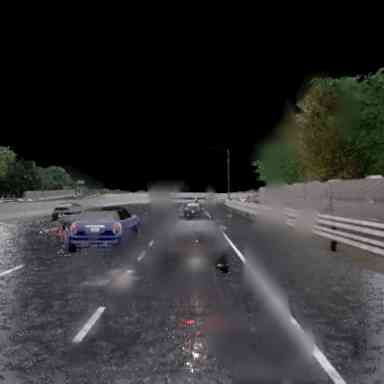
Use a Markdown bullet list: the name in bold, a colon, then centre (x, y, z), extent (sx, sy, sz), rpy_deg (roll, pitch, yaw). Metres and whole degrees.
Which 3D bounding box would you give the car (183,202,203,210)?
- **car**: centre (0.104, 1.721, 34.377), extent (1.812, 1.442, 4.674), rpy_deg (0, 0, 0)

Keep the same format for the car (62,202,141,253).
- **car**: centre (-3.499, 1.404, 14.127), extent (2.097, 1.767, 4.553), rpy_deg (0, 0, 0)

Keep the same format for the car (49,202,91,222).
- **car**: centre (-10.397, 1.660, 28.689), extent (1.837, 1.490, 4.892), rpy_deg (0, 0, 0)

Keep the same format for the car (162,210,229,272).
- **car**: centre (0.101, 1.538, 10.851), extent (1.837, 1.490, 4.892), rpy_deg (0, 0, 0)

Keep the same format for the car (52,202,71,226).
- **car**: centre (-6.898, 1.597, 21.631), extent (2.128, 1.511, 4.902), rpy_deg (0, 0, 0)
